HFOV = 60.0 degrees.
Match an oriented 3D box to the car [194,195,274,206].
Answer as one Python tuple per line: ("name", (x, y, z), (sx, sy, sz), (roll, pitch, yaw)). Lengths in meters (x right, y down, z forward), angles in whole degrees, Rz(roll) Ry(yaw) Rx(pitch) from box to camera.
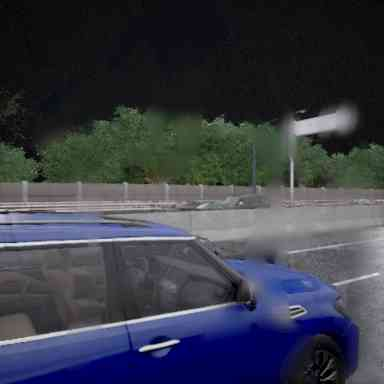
("car", (3.227, 1.230, 22.659), (5.566, 2.045, 2.150), (0, 0, -33))

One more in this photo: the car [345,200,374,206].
("car", (21.755, 1.728, 43.105), (4.674, 1.442, 1.812), (0, 0, -33))

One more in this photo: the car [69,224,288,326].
("car", (-0.143, 1.600, 7.654), (4.718, 1.301, 1.895), (0, 0, -33))

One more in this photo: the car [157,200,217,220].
("car", (-0.388, 1.513, 28.660), (4.892, 1.490, 1.837), (0, 0, -33))

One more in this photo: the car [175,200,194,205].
("car", (1.236, 1.534, 25.523), (4.674, 1.442, 1.812), (0, 0, -33))

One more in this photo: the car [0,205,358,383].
("car", (-0.875, 1.212, 2.989), (5.566, 2.045, 2.150), (2, -1, -33))
